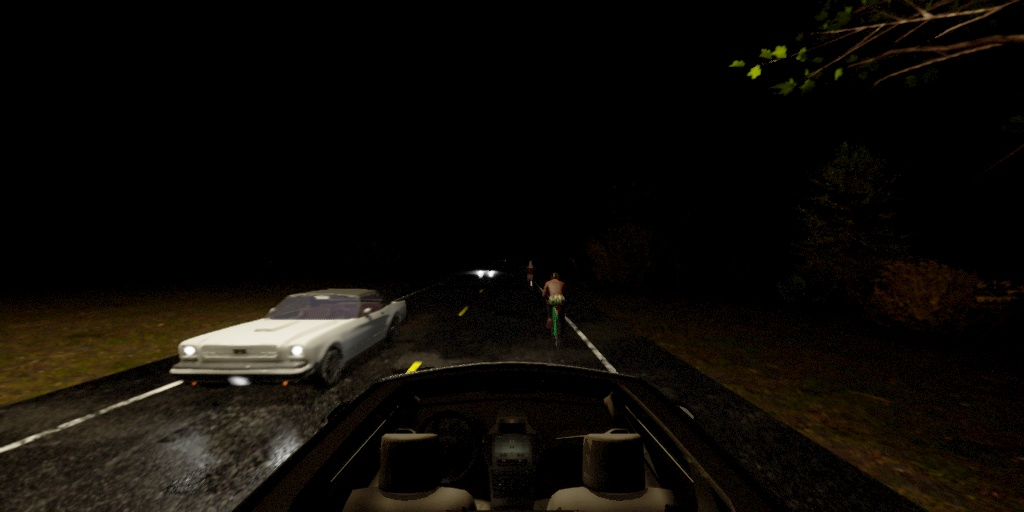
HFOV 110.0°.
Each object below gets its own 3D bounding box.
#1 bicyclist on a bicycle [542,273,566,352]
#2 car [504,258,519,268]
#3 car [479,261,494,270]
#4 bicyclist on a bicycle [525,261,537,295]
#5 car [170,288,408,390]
[{"bbox_3d":[0.964,1.201,8.002,0.582,1.620,1.656,0,0,0],"label":"bicyclist on a bicycle"},{"bbox_3d":[0.110,1.301,59.857,1.994,1.385,4.181,0,0,0],"label":"car"},{"bbox_3d":[-3.580,1.340,50.211,1.895,1.301,4.718,0,0,0],"label":"car"},{"bbox_3d":[0.966,1.116,18.592,0.659,1.776,1.843,0,0,0],"label":"bicyclist on a bicycle"},{"bbox_3d":[-3.599,1.349,6.944,1.895,1.301,4.718,0,0,0],"label":"car"}]
